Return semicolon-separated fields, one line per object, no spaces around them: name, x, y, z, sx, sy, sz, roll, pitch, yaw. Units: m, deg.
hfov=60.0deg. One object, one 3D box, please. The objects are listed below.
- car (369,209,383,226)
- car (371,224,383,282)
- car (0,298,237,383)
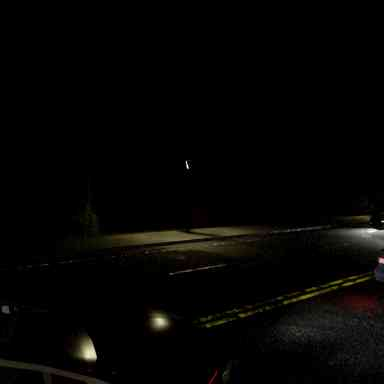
car;12.963;1.572;20.913;4.181;1.385;1.994;0;0;-35
car;6.574;1.550;8.179;5.357;1.411;2.033;0;0;-35
car;-1.815;1.491;2.143;4.902;1.511;2.128;0;0;-36
